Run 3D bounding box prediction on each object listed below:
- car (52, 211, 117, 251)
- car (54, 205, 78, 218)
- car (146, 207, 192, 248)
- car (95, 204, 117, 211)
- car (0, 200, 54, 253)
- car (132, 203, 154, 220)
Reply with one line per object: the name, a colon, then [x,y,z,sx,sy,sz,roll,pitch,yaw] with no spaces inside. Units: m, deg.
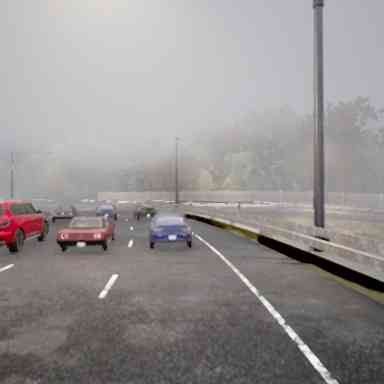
car: [-4.537,1.745,14.924,1.895,1.301,4.718,0,-1,-8]
car: [-11.129,1.829,29.244,2.033,1.411,5.357,0,-1,-16]
car: [-1.112,1.675,15.657,1.812,1.442,4.674,0,0,-8]
car: [-7.880,1.819,30.579,1.812,1.442,4.674,0,0,-16]
car: [-7.992,1.357,14.370,2.150,2.045,5.566,0,0,-8]
car: [-4.490,1.808,31.462,1.837,1.490,4.892,0,0,-16]
